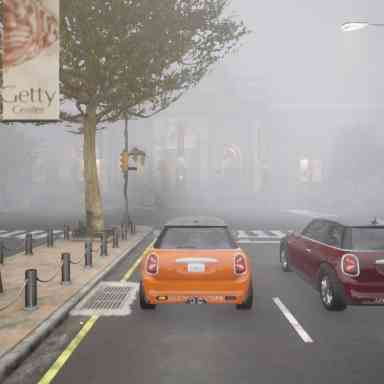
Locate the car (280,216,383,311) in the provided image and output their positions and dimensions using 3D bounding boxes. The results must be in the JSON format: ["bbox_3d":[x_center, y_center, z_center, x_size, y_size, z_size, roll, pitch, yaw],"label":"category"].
[{"bbox_3d":[3.586,1.352,7.903,2.097,1.767,4.553,0,0,0],"label":"car"}]

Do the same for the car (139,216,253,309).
[{"bbox_3d":[0.086,1.352,8.001,2.097,1.767,4.553,0,0,0],"label":"car"}]
